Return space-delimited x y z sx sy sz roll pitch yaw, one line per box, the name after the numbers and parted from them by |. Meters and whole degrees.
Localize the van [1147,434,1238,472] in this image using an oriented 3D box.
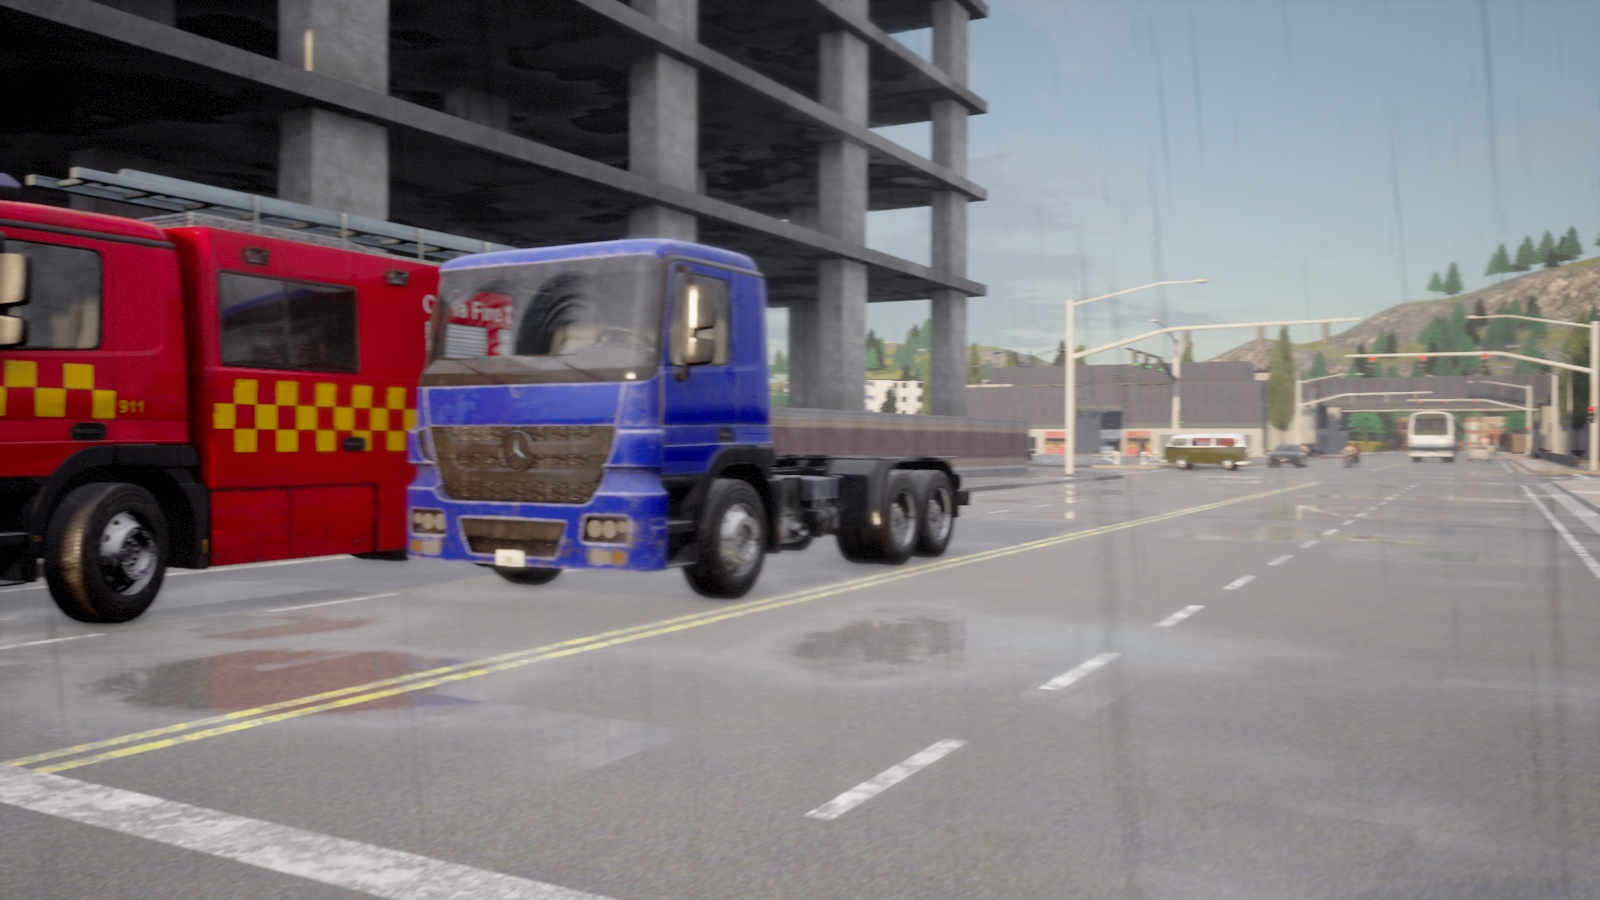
21.699 0.140 69.395 4.480 2.038 2.069 0 0 27 | van

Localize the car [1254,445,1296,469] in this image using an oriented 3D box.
30.240 0.437 79.896 1.837 1.490 4.892 0 0 28 | car

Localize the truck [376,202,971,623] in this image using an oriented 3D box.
-0.794 -0.326 14.514 2.891 3.462 7.936 0 0 28 | truck

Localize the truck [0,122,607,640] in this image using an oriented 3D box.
-5.707 -0.525 12.741 2.891 3.827 8.468 0 0 28 | truck
